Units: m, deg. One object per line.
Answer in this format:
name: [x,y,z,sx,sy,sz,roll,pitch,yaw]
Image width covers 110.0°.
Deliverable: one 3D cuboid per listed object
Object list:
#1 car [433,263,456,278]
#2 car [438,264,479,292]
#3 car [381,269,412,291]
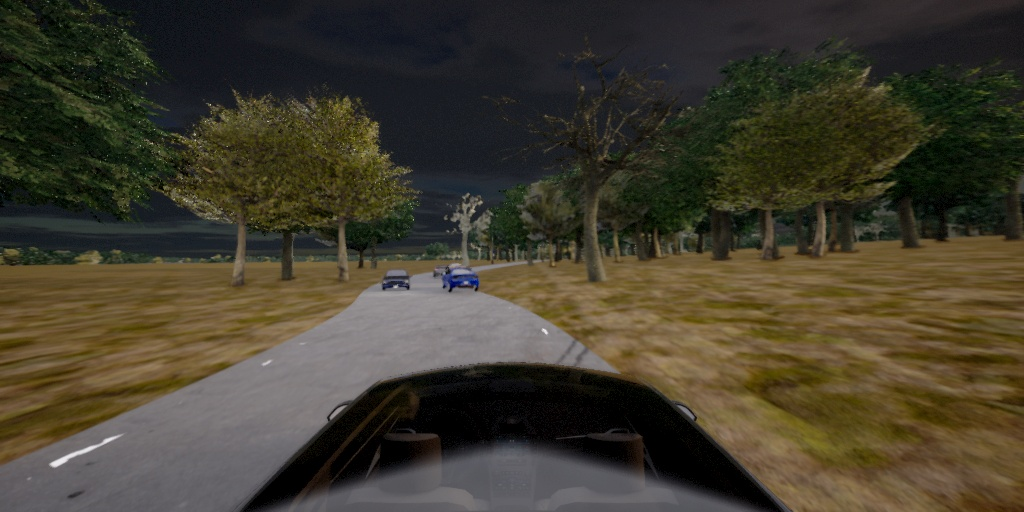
car: [-8.481,1.813,44.058,2.128,1.511,4.902,-1,-1,-4]
car: [-3.533,1.502,24.109,1.882,1.535,5.008,0,-1,-18]
car: [-8.161,1.631,25.454,2.033,1.411,5.357,0,-1,-16]
